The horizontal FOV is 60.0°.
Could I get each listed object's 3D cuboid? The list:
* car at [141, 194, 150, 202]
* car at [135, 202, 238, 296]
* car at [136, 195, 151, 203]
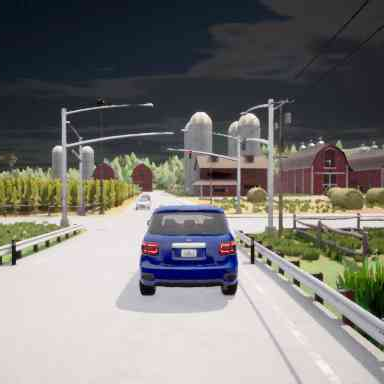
[{"bbox_3d":[-9.085,1.200,65.242,1.812,1.442,4.674,0,1,-7],"label":"car"},{"bbox_3d":[-0.110,1.370,9.166,2.150,2.045,5.566,0,-2,-1],"label":"car"},{"bbox_3d":[-6.407,1.531,43.820,1.812,1.442,4.674,0,1,-7],"label":"car"}]
